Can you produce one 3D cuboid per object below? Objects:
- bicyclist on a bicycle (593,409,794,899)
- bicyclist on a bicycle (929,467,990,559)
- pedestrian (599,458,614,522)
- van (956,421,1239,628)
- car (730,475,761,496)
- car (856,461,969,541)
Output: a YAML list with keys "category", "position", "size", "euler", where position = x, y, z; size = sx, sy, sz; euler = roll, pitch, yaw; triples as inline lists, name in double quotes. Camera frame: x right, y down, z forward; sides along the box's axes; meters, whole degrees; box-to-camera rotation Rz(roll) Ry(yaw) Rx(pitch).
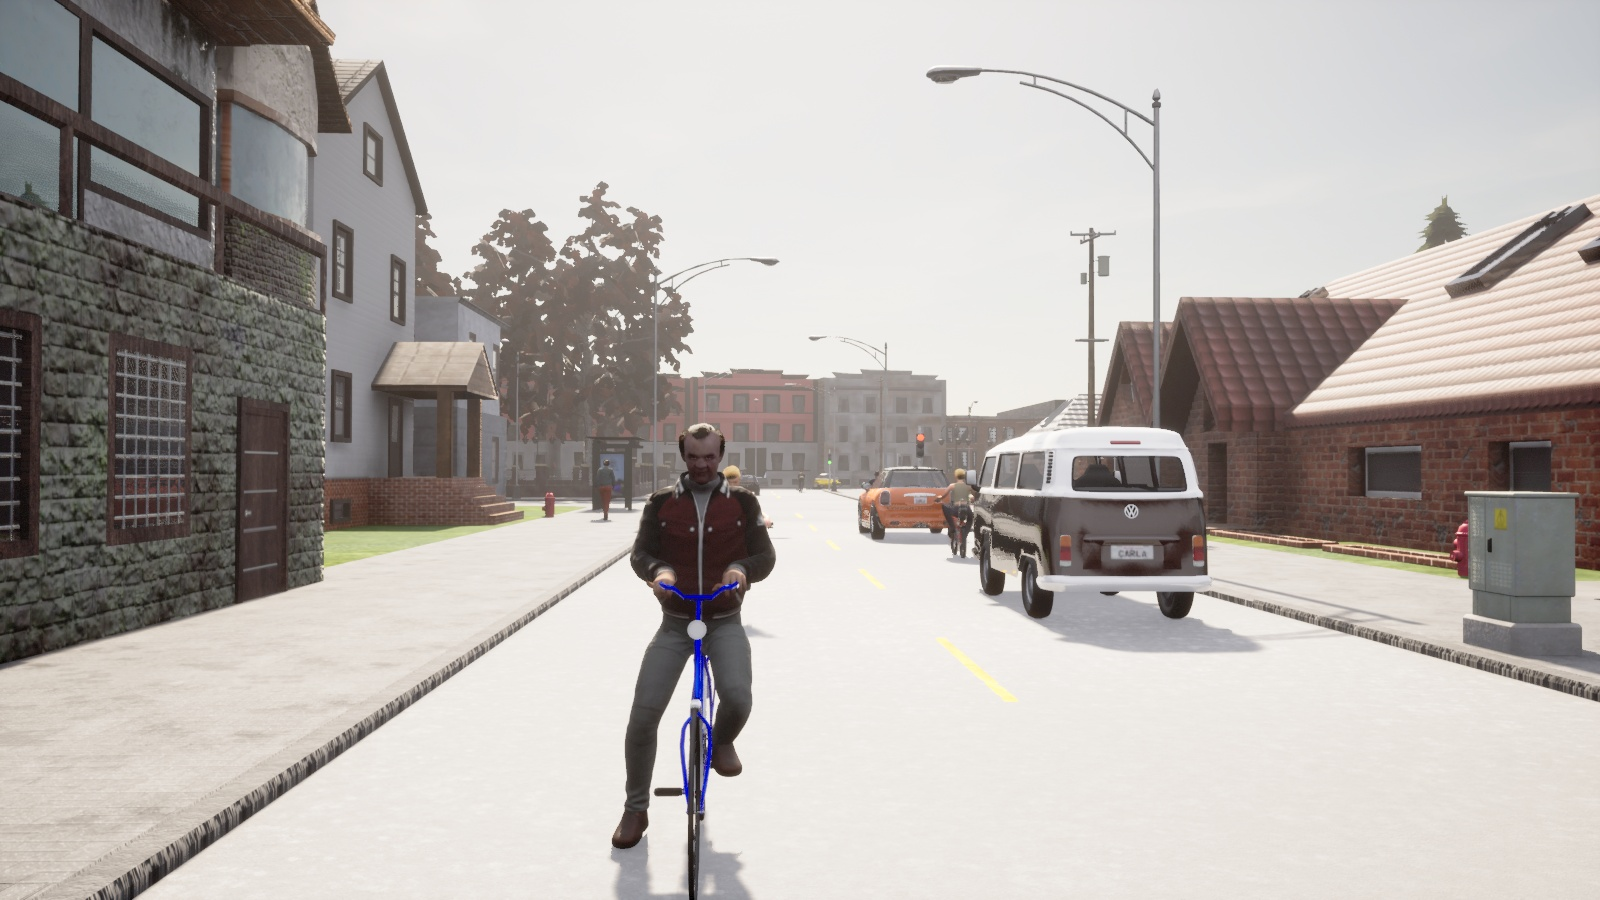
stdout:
- category: "bicyclist on a bicycle"
  position: [-0.398, 0.771, 5.058]
  size: [0.659, 1.776, 1.843]
  euler: [0, -1, -3]
- category: "bicyclist on a bicycle"
  position: [2.899, 1.123, 22.938]
  size: [0.866, 1.612, 1.509]
  euler: [0, 0, -2]
- category: "pedestrian"
  position: [-5.674, 1.163, 36.802]
  size: [0.353, 1.847, 0.614]
  euler: [0, -1, -2]
- category: "van"
  position: [3.239, 0.772, 14.712]
  size: [2.069, 2.038, 4.480]
  euler: [0, -1, -2]
- category: "car"
  position: [-3.554, 2.286, 80.992]
  size: [1.895, 1.301, 4.718]
  euler: [0, -1, -4]
- category: "car"
  position: [2.603, 1.169, 30.248]
  size: [2.097, 1.767, 4.553]
  euler: [0, -1, -3]
